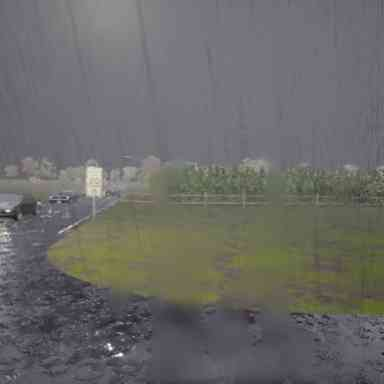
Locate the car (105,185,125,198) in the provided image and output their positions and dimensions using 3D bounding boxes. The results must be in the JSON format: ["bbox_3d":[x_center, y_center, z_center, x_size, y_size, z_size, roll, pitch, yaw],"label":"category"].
[{"bbox_3d":[-11.234,-0.184,47.858,2.097,1.767,4.553,1,2,-8],"label":"car"}]

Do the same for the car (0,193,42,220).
[{"bbox_3d":[-10.559,0.798,19.769,2.033,1.411,5.357,1,2,-7],"label":"car"}]

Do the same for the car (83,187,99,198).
[{"bbox_3d":[-13.879,-0.015,45.658,1.837,1.490,4.892,1,2,-7],"label":"car"}]

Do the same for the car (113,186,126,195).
[{"bbox_3d":[-12.973,-0.332,59.670,1.994,1.385,4.181,1,2,-8],"label":"car"}]

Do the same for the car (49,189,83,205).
[{"bbox_3d":[-12.046,0.500,31.637,1.895,1.301,4.718,1,2,-7],"label":"car"}]
